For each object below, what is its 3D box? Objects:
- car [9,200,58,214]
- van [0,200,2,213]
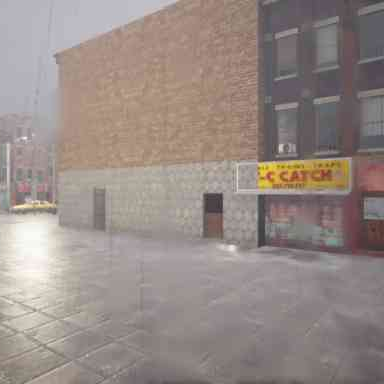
[{"bbox_3d":[-16.588,1.517,35.003,1.752,1.417,4.829,0,0,36],"label":"car"},{"bbox_3d":[-19.760,1.337,30.580,1.690,1.788,3.998,0,0,36],"label":"van"}]
